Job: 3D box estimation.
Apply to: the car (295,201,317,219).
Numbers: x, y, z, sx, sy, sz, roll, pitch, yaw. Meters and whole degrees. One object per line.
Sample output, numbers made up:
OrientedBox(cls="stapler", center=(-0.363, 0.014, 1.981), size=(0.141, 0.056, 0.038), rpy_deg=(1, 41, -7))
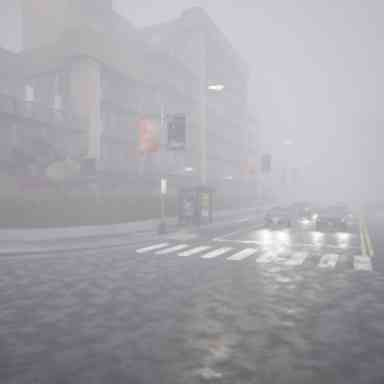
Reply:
OrientedBox(cls="car", center=(10.837, 1.679, 33.059), size=(2.097, 1.767, 4.553), rpy_deg=(-1, -1, 26))

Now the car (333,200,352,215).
OrientedBox(cls="car", center=(18.442, 1.831, 40.565), size=(1.882, 1.535, 5.008), rpy_deg=(-1, -1, 26))

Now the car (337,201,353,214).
OrientedBox(cls="car", center=(13.838, 1.824, 31.221), size=(2.033, 1.411, 5.357), rpy_deg=(-1, -1, 27))

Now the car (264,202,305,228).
OrientedBox(cls="car", center=(6.752, 1.751, 24.808), size=(2.128, 1.511, 4.902), rpy_deg=(-1, -1, 26))

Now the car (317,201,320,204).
OrientedBox(cls="car", center=(15.300, 1.893, 42.142), size=(2.128, 1.511, 4.902), rpy_deg=(-1, -1, 26))

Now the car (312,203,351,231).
OrientedBox(cls="car", center=(9.598, 1.732, 22.655), size=(1.812, 1.442, 4.674), rpy_deg=(-1, -1, 26))

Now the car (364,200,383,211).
OrientedBox(cls="car", center=(25.645, 1.899, 47.333), size=(1.812, 1.442, 4.674), rpy_deg=(-1, -1, 22))

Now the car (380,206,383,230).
OrientedBox(cls="car", center=(10.637, 1.644, 16.459), size=(1.812, 1.442, 4.674), rpy_deg=(-1, -1, 27))
